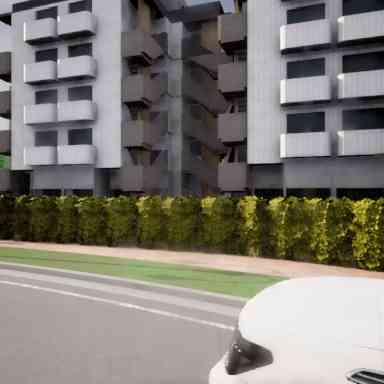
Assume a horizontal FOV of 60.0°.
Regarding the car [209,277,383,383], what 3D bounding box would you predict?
[{"bbox_3d":[2.798,1.223,1.807,5.566,2.045,2.150,0,0,35],"label":"car"}]
